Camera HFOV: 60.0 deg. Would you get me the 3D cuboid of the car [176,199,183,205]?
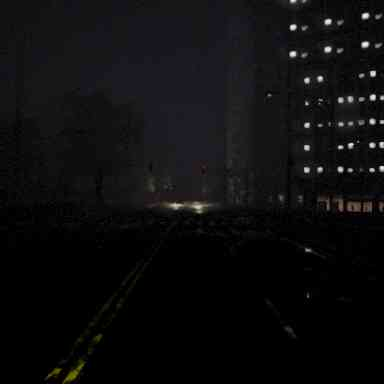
[{"bbox_3d":[-3.265,2.658,88.684,1.882,1.535,5.008,0,-1,0],"label":"car"}]
